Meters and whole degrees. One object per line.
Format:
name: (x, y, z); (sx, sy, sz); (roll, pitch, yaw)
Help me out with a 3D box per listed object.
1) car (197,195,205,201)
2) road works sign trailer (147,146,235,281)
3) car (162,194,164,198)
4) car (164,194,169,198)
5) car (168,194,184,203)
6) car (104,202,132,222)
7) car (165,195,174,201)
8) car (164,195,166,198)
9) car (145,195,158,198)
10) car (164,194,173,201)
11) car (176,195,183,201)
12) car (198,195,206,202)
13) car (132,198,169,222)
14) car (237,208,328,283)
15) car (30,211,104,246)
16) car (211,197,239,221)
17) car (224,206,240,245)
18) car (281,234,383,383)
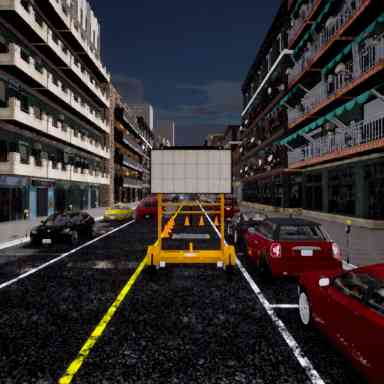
car: (2.437, 1.516, 88.585); (1.887, 1.381, 4.507); (0, 0, 0)
road works sign trailer: (-0.027, 0.464, 9.800); (2.380, 3.560, 2.880); (0, 0, 0)
car: (-5.829, 1.305, 49.110); (2.192, 1.841, 5.009); (0, 0, 0)
car: (-5.910, 1.292, 77.292); (2.192, 1.841, 5.009); (0, 0, 0)
car: (-3.206, 1.486, 67.142); (1.837, 1.490, 4.892); (0, 0, 0)
car: (-5.764, 1.523, 26.394); (1.752, 1.417, 4.829); (0, 0, 0)
car: (-5.944, 1.516, 88.565); (1.887, 1.381, 4.507); (0, 0, 0)
car: (-5.847, 1.569, 54.747); (1.802, 1.307, 4.206); (0, 0, 0)
car: (-5.813, 1.432, 43.474); (1.967, 1.590, 4.097); (0, 0, 0)
car: (-5.927, 1.414, 82.927); (1.967, 1.590, 4.097); (0, 0, 0)
car: (-3.256, 1.496, 88.833); (1.812, 1.442, 4.674); (0, 0, 0)
car: (2.469, 1.502, 77.482); (1.752, 1.417, 4.829); (0, 0, 0)
car: (-3.175, 1.475, 26.168); (1.882, 1.535, 5.008); (0, 0, 0)
car: (2.665, 1.440, 9.676); (1.967, 1.590, 4.097); (0, 0, 0)
car: (-5.732, 1.565, 15.290); (1.947, 1.339, 4.313); (0, 0, 0)
car: (2.617, 1.312, 26.585); (2.192, 1.841, 5.009); (0, 0, 0)
car: (2.649, 1.550, 15.312); (2.008, 1.369, 4.403); (0, 0, 0)
car: (2.682, 1.545, 4.039); (1.887, 1.381, 4.507); (0, 0, 0)
